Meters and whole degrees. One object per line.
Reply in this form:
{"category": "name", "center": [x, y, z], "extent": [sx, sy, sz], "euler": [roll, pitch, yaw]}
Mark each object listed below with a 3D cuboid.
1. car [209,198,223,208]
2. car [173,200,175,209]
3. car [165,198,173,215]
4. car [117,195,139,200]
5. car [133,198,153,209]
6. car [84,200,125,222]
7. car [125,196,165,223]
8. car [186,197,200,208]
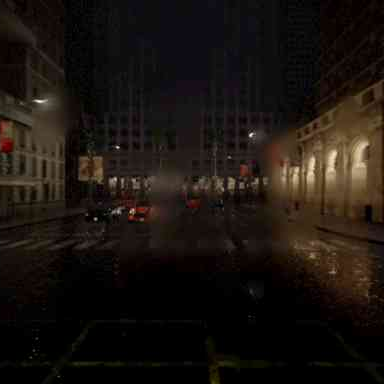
{"category": "car", "center": [3.680, 1.661, 50.155], "extent": [2.033, 1.411, 5.357], "euler": [0, 0, 1]}
{"category": "car", "center": [-3.366, 1.596, 45.773], "extent": [2.128, 1.511, 4.902], "euler": [0, 0, 1]}
{"category": "car", "center": [-3.523, 1.629, 35.674], "extent": [2.033, 1.411, 5.357], "euler": [0, 0, 1]}
{"category": "car", "center": [-6.995, 1.306, 37.010], "extent": [2.150, 2.045, 5.566], "euler": [0, 0, 1]}
{"category": "car", "center": [-6.849, 1.655, 47.437], "extent": [2.033, 1.411, 5.357], "euler": [0, 0, 1]}
{"category": "car", "center": [-7.093, 1.610, 27.134], "extent": [2.033, 1.411, 5.357], "euler": [0, 0, 0]}
{"category": "car", "center": [-3.586, 1.412, 26.202], "extent": [2.097, 1.767, 4.553], "euler": [0, 0, 0]}
{"category": "car", "center": [0.180, 1.466, 50.161], "extent": [2.097, 1.767, 4.553], "euler": [0, 0, 1]}
